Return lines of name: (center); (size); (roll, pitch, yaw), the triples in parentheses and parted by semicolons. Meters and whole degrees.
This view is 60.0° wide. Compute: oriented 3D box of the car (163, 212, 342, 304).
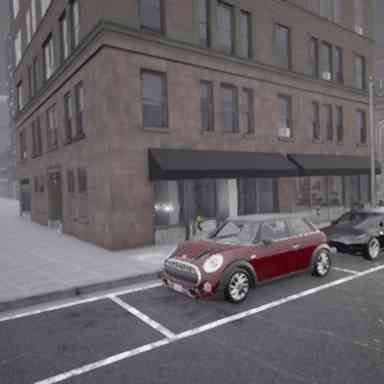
car: (1.321, 1.273, 7.655); (4.097, 1.590, 1.967); (-2, 0, -36)

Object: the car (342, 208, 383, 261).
car: (5.778, 1.231, 10.889); (4.313, 1.339, 1.947); (-2, 0, -36)
